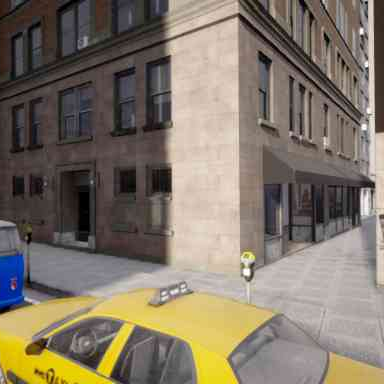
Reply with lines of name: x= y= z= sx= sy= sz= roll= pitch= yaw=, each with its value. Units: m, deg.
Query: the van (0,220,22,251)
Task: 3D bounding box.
van: x=-4.877 y=1.342 z=6.351 sx=3.998 sy=1.788 sz=1.690 roll=0 pitch=-1 yaw=36

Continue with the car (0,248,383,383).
car: x=-0.402 y=1.525 z=3.147 sx=4.829 sy=1.417 sz=1.752 roll=0 pitch=-1 yaw=36
